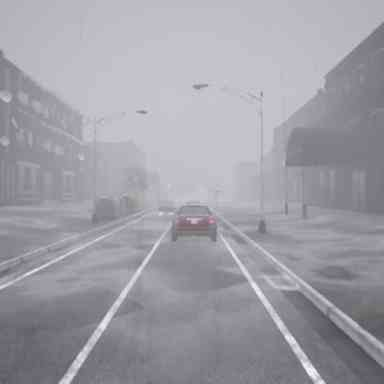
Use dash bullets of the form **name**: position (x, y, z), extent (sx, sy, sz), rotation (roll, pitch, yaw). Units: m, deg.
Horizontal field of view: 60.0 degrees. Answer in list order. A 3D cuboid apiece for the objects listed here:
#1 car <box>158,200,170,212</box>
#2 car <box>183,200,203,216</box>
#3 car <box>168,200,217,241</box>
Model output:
- **car**: position (-3.085, 1.681, 40.981), extent (2.033, 1.411, 5.357), rotation (0, 0, 0)
- **car**: position (0.098, 1.649, 35.581), extent (2.033, 1.411, 5.357), rotation (0, 0, 0)
- **car**: position (0.099, 1.372, 17.041), extent (2.097, 1.767, 4.553), rotation (0, 0, 0)
